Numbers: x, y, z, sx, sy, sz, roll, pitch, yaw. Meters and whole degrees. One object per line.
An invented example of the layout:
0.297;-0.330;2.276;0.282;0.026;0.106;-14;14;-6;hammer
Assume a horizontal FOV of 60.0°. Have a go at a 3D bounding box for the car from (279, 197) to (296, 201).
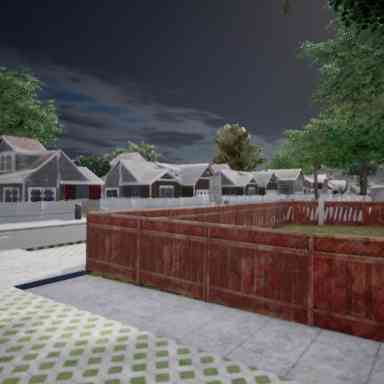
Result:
13.554;1.399;47.185;1.994;1.385;4.181;0;0;36;car
